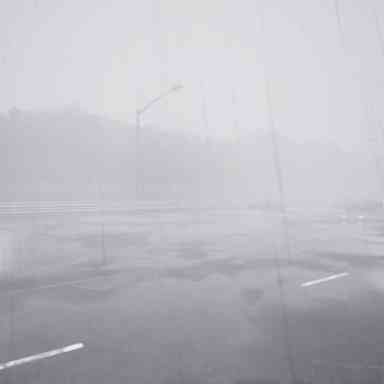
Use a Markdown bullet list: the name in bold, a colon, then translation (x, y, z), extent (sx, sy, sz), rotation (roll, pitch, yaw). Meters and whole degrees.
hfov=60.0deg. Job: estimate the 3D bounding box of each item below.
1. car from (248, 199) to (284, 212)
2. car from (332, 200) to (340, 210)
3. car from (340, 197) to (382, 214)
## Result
- **car**: translation (8.023, 1.397, 35.827), extent (4.181, 1.385, 1.994), rotation (2, -1, -37)
- **car**: translation (18.463, 1.412, 39.229), extent (4.892, 1.490, 1.837), rotation (0, 0, -37)
- **car**: translation (17.757, 1.393, 34.345), extent (5.008, 1.535, 1.882), rotation (0, 0, -37)
